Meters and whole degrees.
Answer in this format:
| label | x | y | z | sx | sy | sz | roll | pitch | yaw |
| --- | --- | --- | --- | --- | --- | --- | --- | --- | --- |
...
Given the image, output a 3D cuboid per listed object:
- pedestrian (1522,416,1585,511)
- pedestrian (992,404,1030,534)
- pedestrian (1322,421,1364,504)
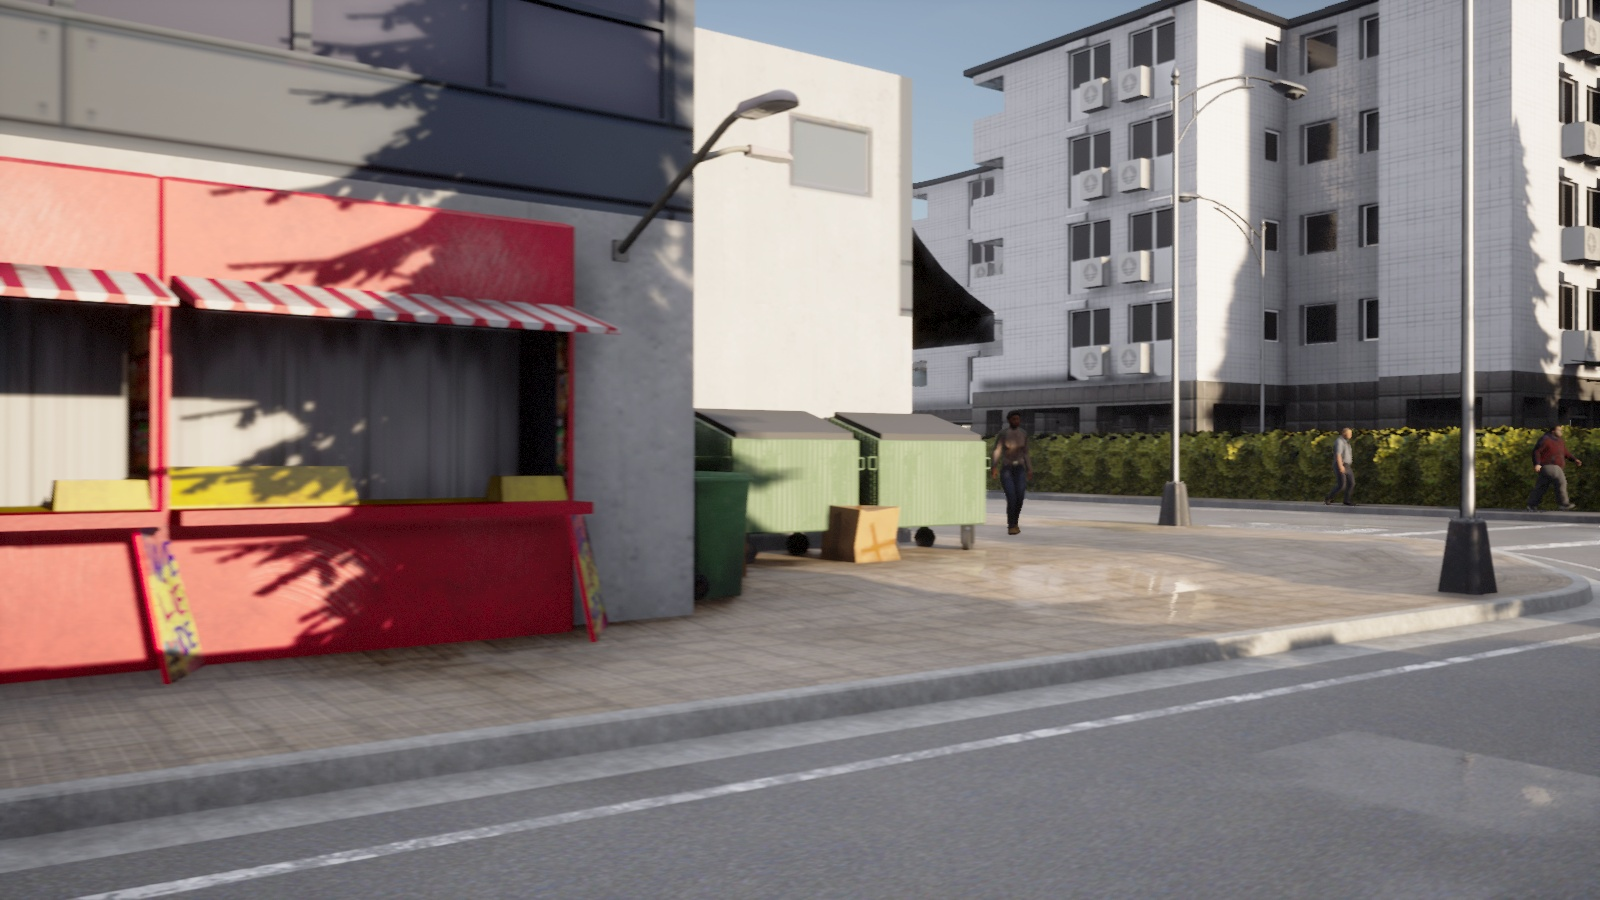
| label | x | y | z | sx | sy | sz | roll | pitch | yaw |
| --- | --- | --- | --- | --- | --- | --- | --- | --- | --- |
| pedestrian | 15.039 | 0.262 | 25.073 | 0.634 | 1.844 | 0.899 | 0 | 0 | -32 |
| pedestrian | 2.992 | 0.267 | 17.844 | 0.328 | 1.805 | 0.869 | 0 | 0 | -5 |
| pedestrian | 12.231 | 0.275 | 28.279 | 0.540 | 1.848 | 0.694 | 0 | 0 | -36 |
